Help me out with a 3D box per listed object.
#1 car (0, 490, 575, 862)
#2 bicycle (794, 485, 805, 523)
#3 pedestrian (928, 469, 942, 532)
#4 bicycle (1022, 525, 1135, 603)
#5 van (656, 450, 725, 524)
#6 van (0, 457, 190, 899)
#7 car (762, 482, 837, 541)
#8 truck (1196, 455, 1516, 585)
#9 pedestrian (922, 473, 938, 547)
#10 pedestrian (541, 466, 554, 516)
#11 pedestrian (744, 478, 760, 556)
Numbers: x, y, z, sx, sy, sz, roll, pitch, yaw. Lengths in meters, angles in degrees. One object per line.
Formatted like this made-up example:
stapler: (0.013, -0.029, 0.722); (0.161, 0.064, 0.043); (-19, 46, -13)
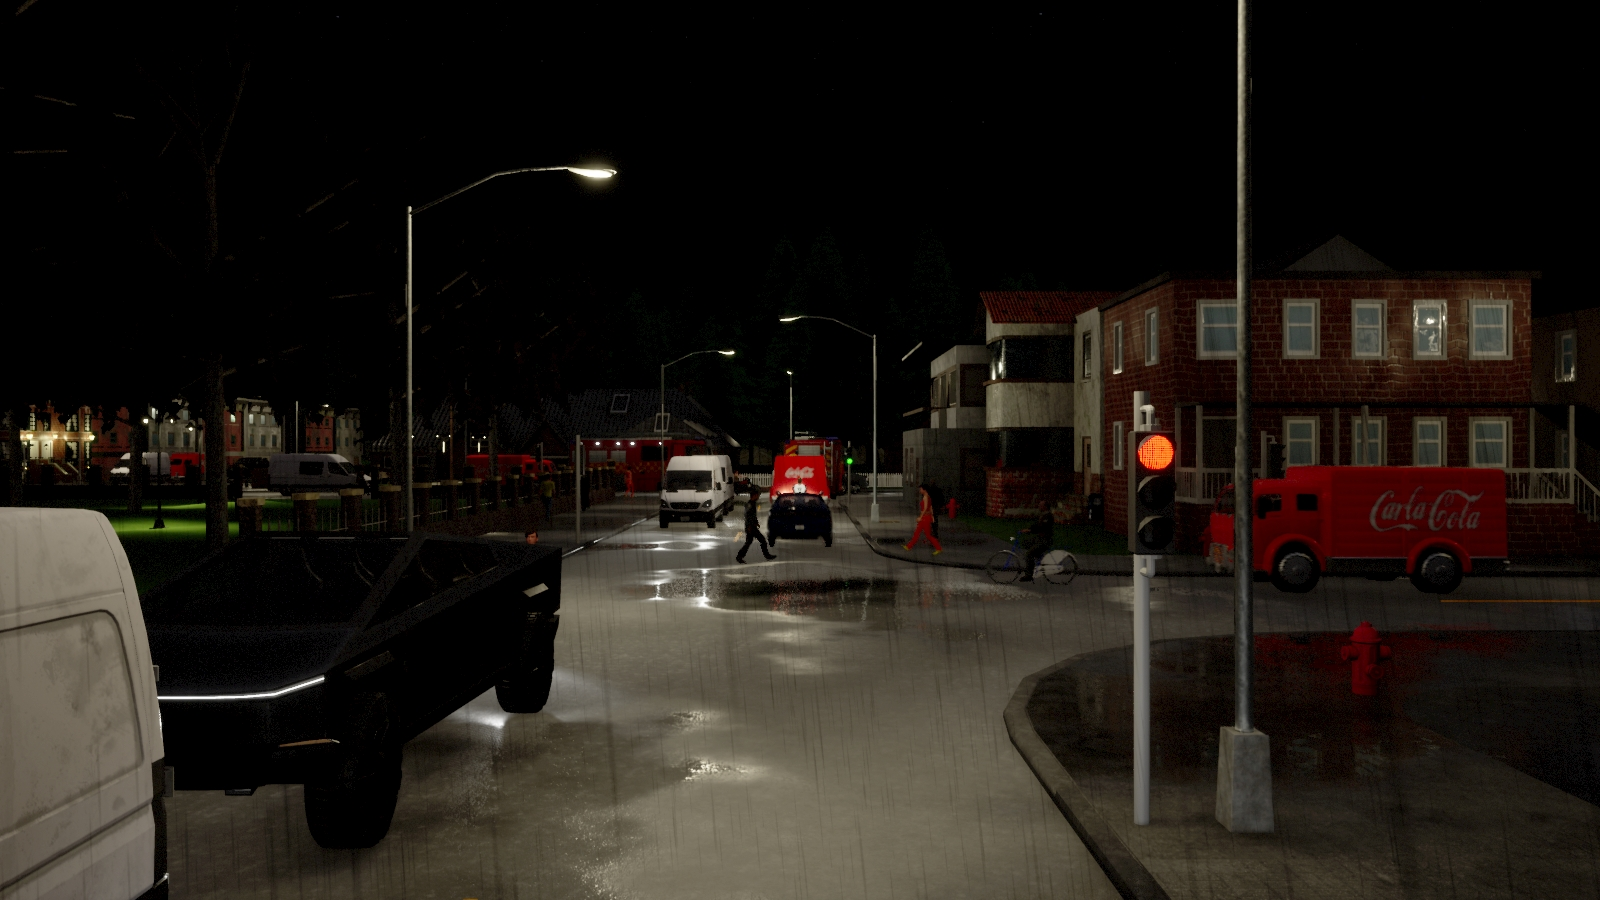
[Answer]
car: (-4.002, 1.529, 10.345); (2.390, 2.098, 6.274); (0, 0, 3)
bicycle: (-0.010, 1.919, 40.813); (0.373, 1.296, 1.643); (0, 0, 0)
pedestrian: (4.031, 1.501, 34.135); (0.375, 1.860, 0.375); (0, 0, 16)
bicycle: (4.720, 1.931, 19.405); (1.835, 1.271, 0.329); (0, 1, 4)
van: (-4.007, 1.296, 42.666); (1.988, 2.561, 5.915); (0, 0, 0)
van: (-4.011, 1.313, 2.695); (1.988, 2.561, 5.915); (0, 0, 0)
car: (-0.014, 1.800, 34.578); (2.097, 1.535, 5.006); (0, 0, 0)
truck: (11.070, 1.338, 23.143); (5.204, 2.467, 2.627); (0, 0, 0)
pedestrian: (3.285, 1.503, 28.815); (0.375, 1.860, 0.375); (0, 0, 10)
pedestrian: (-9.369, 1.508, 42.374); (0.375, 1.860, 0.375); (0, 0, 1)
pedestrian: (-1.155, 1.617, 27.686); (0.375, 1.860, 0.375); (0, 0, 1)
